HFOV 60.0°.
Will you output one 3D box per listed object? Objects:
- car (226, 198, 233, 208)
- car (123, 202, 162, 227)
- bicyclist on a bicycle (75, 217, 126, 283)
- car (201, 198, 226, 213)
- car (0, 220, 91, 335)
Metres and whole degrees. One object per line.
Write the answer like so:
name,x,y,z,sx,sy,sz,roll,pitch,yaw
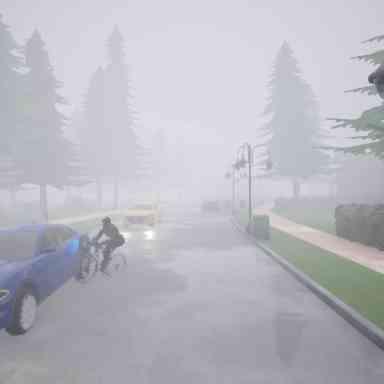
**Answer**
car,4.722,1.564,48.145,1.994,1.385,4.181,0,0,16
car,-3.285,1.478,22.755,1.882,1.535,5.008,0,0,3
bicyclist on a bicycle,-2.194,1.463,8.423,0.582,1.620,1.656,10,0,35
car,2.251,1.491,37.857,2.128,1.511,4.902,0,0,11
car,-3.622,1.442,6.950,1.882,1.535,5.008,-3,1,-1
